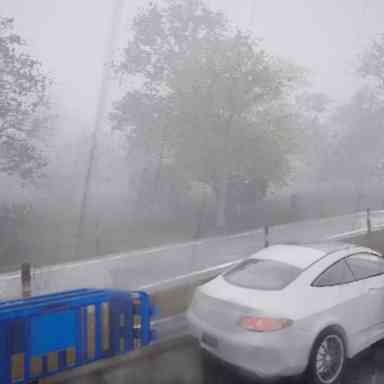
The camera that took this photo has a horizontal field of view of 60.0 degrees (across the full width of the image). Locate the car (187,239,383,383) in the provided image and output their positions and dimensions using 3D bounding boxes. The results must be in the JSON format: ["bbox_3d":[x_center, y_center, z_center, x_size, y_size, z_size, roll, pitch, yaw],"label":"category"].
[{"bbox_3d":[2.098,1.480,5.223,4.674,1.452,2.002,-3,0,-35],"label":"car"}]
